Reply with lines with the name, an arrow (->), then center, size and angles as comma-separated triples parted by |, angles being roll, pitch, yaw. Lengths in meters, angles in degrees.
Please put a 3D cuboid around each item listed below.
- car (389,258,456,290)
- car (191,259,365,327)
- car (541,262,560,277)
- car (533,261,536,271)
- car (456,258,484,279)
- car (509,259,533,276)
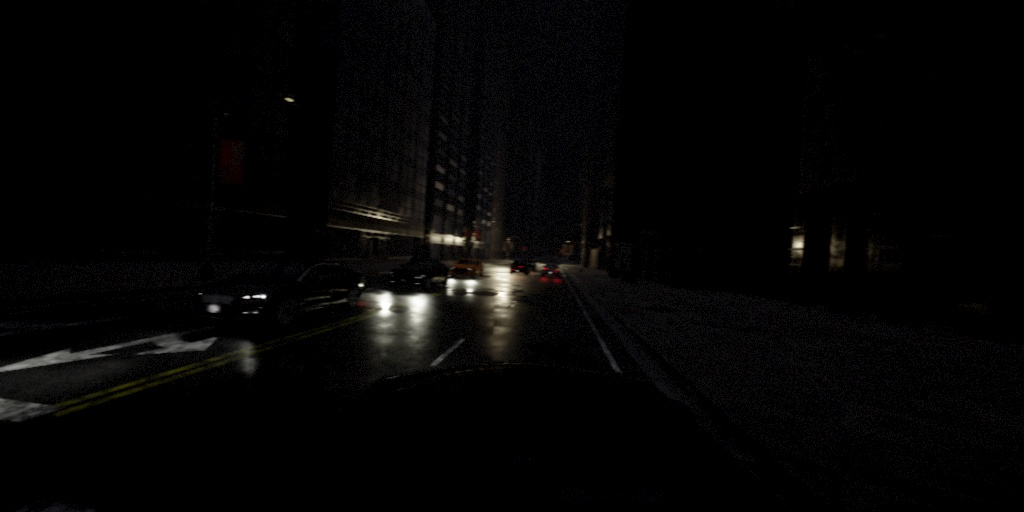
car -> -4.786, 0.877, 19.283 | 1.882, 1.535, 5.008 | 4, 0, 7
car -> -5.906, 0.835, 9.838 | 2.128, 1.511, 4.902 | 4, 0, 6
car -> 4.206, 1.482, 38.953 | 1.812, 1.442, 4.674 | 4, 0, 7
car -> 2.262, 1.157, 50.304 | 2.097, 1.767, 4.553 | 4, 0, 7
car -> -3.587, 0.937, 29.370 | 1.882, 1.535, 5.008 | 4, 0, 7
car -> 0.868, 1.242, 38.345 | 1.837, 1.490, 4.892 | 4, 0, 7
